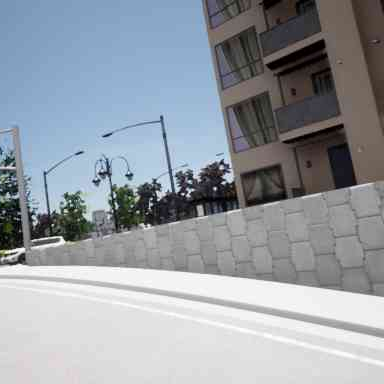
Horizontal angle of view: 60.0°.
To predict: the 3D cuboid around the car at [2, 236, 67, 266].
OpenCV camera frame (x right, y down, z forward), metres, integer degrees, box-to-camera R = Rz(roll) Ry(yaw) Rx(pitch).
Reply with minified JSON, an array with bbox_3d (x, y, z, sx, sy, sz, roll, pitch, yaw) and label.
[{"bbox_3d":[-14.120,5.330,30.285,2.150,2.045,5.566,-14,-8,35],"label":"car"}]
